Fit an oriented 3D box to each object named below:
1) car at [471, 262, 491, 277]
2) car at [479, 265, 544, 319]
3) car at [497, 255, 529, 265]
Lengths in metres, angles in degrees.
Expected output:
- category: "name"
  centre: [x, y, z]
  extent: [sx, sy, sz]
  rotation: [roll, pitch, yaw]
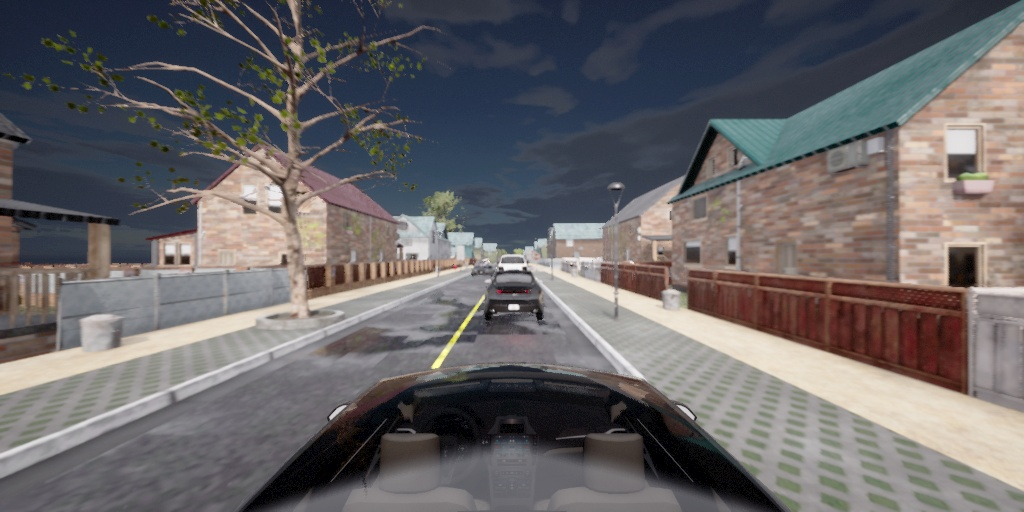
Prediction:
- category: "car"
  centre: [-2.817, 1.309, 34.939]
  extent: [1.994, 1.385, 4.181]
  rotation: [0, 0, 0]
- category: "car"
  centre: [0.070, 1.235, 12.702]
  extent: [1.837, 1.490, 4.892]
  rotation: [0, 0, 0]
- category: "car"
  centre: [0.061, 0.953, 26.026]
  extent: [2.150, 2.045, 5.566]
  rotation: [0, 0, 0]
